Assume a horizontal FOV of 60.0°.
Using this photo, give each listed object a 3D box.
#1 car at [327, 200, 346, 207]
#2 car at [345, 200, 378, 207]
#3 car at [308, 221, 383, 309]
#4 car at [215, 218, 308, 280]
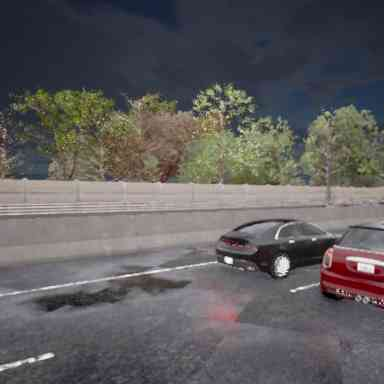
[{"bbox_3d":[19.773,1.794,44.027,4.674,1.442,1.812,1,-1,-35],"label":"car"},{"bbox_3d":[21.210,1.821,40.756,4.181,1.385,1.994,0,0,-35],"label":"car"},{"bbox_3d":[4.864,1.400,7.247,4.553,1.767,2.097,0,0,-36],"label":"car"},{"bbox_3d":[2.932,1.561,10.167,4.892,1.490,1.837,0,0,-36],"label":"car"}]
